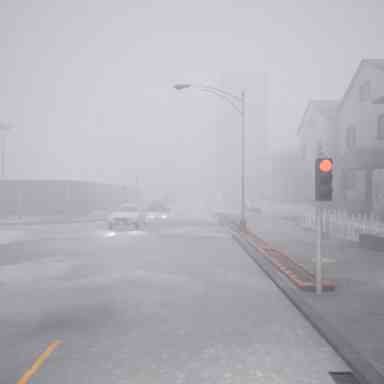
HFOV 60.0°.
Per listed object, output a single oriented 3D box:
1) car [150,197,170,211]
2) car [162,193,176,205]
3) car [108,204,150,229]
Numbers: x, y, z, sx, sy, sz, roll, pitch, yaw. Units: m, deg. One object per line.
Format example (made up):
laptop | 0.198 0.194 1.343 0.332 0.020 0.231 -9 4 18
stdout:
car | -4.097 1.601 40.991 1.895 1.301 4.718 0 0 0
car | -4.024 1.224 59.876 2.150 2.045 5.566 0 0 0
car | -4.099 1.525 21.605 1.812 1.442 4.674 0 0 0
